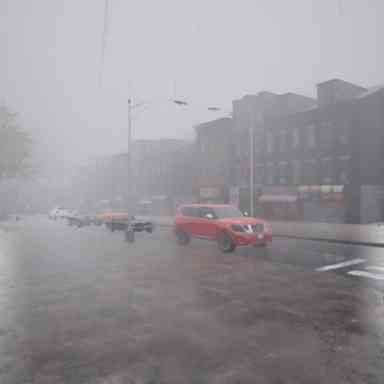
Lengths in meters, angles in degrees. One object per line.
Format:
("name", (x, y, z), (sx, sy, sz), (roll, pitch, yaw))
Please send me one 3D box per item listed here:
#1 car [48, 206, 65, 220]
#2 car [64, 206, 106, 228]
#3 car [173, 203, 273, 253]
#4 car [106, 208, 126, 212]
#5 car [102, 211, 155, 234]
("car", (-20.594, 3.195, 51.532), (2.150, 2.045, 5.566), (0, -2, -35))
("car", (-10.429, 2.438, 32.203), (2.097, 1.767, 4.553), (0, -2, -35))
("car", (1.212, 1.563, 15.867), (2.150, 2.045, 5.566), (-1, -2, -35))
("car", (-8.079, 2.421, 33.978), (2.097, 1.767, 4.553), (0, -2, -36))
("car", (-4.500, 2.288, 23.874), (1.895, 1.301, 4.718), (0, -2, -36))
